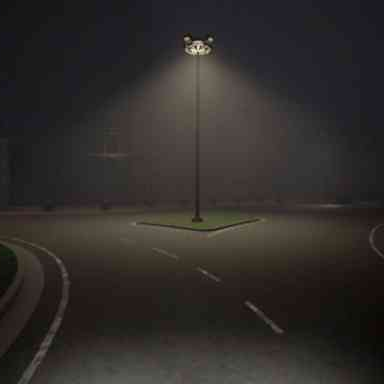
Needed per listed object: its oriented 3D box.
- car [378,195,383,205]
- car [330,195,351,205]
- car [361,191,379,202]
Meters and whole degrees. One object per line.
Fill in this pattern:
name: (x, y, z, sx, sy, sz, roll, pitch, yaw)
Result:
car: (28.227, 1.290, 46.536, 2.033, 1.411, 5.357, 1, 1, 42)
car: (22.905, 1.182, 51.342, 2.128, 1.511, 4.902, 1, 1, 44)
car: (33.591, 0.863, 62.548, 2.150, 2.045, 5.566, 1, 1, 43)
